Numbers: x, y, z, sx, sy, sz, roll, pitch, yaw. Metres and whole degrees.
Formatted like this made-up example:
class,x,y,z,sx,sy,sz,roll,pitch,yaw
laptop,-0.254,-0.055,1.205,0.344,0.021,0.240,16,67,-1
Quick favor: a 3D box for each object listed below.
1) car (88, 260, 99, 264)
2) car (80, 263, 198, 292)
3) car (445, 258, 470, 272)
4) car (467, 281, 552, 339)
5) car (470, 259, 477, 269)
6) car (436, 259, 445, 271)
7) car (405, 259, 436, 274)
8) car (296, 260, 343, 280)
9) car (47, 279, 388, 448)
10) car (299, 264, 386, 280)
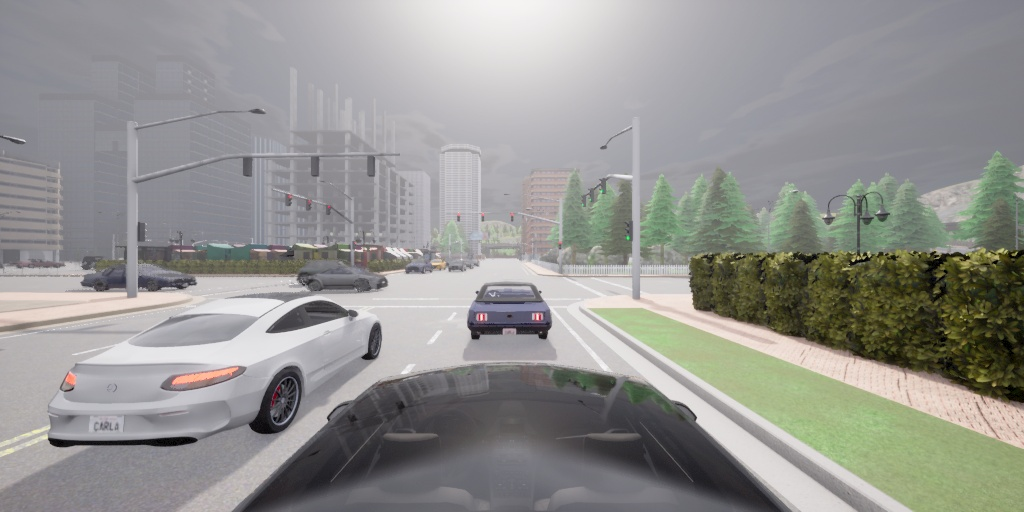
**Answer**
class,x,y,z,sx,sy,sz,roll,pitch,yaw
car,-25.123,1.253,24.332,4.892,1.490,1.837,1,0,2
car,-21.487,1.297,20.736,5.357,1.411,2.033,0,0,2
car,-7.090,1.255,46.914,1.837,1.490,4.892,0,0,0
car,-0.092,1.351,9.984,1.895,1.301,4.718,0,0,-1
car,-7.070,1.255,56.024,1.837,1.490,4.892,0,0,0
car,-10.582,1.228,50.536,1.882,1.535,5.008,0,0,0
car,-10.727,1.102,41.572,2.097,1.767,4.553,0,0,3
car,-12.491,1.101,25.342,4.553,1.767,2.097,0,0,-15
car,-3.507,1.276,5.376,1.812,1.442,4.674,0,0,-1
car,-9.308,1.314,20.413,4.181,1.385,1.994,0,0,2
